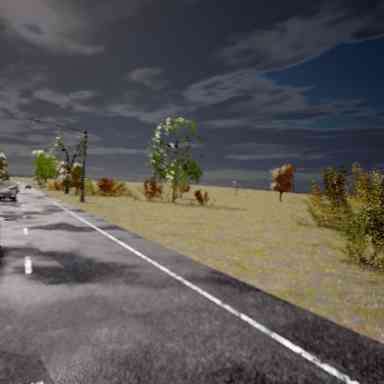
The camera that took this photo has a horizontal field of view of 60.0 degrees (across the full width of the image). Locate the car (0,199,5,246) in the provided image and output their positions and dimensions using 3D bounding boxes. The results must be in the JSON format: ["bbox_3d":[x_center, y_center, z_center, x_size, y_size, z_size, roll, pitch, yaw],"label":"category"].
[{"bbox_3d":[-6.583,1.137,9.482,1.882,1.535,5.008,3,0,-27],"label":"car"}]

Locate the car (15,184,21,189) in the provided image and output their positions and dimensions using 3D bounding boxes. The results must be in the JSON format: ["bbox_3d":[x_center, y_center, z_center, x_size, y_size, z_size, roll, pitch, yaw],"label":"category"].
[{"bbox_3d":[-37.606,-0.408,70.383,1.994,1.385,4.181,3,0,-27],"label":"car"}]

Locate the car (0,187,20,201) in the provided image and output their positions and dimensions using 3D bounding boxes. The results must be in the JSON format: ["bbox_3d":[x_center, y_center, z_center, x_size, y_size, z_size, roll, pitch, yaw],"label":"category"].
[{"bbox_3d":[-22.829,0.425,41.364,1.895,1.301,4.718,3,0,-27],"label":"car"}]
